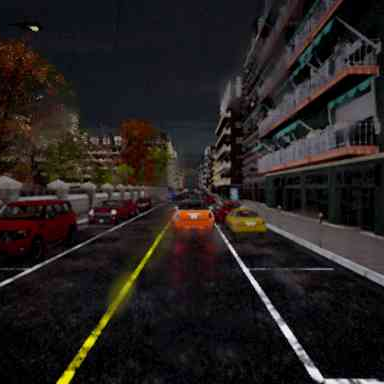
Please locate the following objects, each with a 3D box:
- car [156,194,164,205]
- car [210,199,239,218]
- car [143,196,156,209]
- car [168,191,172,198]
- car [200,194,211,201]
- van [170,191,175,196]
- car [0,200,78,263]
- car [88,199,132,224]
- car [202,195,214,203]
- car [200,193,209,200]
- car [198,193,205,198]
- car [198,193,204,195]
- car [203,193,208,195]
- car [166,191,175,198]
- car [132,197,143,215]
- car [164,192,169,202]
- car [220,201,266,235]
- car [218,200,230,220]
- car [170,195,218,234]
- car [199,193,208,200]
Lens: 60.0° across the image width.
[{"bbox_3d":[-5.700,1.225,50.574,1.802,1.307,4.206,0,0,0],"label":"car"},{"bbox_3d":[2.683,1.347,28.435,2.008,1.369,4.403,0,0,0],"label":"car"},{"bbox_3d":[-5.699,1.301,39.503,1.802,1.307,4.206,0,0,0],"label":"car"},{"bbox_3d":[-5.703,1.085,67.179,2.008,1.369,4.403,0,0,0],"label":"car"},{"bbox_3d":[2.677,1.100,67.181,1.947,1.339,4.313,0,0,0],"label":"car"},{"bbox_3d":[-5.706,0.768,83.782,1.690,1.788,3.998,0,0,0],"label":"van"},{"bbox_3d":[-5.696,1.227,11.826,2.192,1.841,5.009,0,0,0],"label":"car"},{"bbox_3d":[-5.697,1.274,22.897,1.967,1.590,4.097,0,0,0],"label":"car"},{"bbox_3d":[2.679,1.151,56.110,1.887,1.381,4.507,0,0,0],"label":"car"},{"bbox_3d":[2.676,0.938,72.715,1.967,1.590,4.097,0,0,0],"label":"car"},{"bbox_3d":[2.674,0.923,94.856,1.947,1.339,4.313,0,0,0],"label":"car"},{"bbox_3d":[0.044,1.191,42.365,2.128,1.511,4.902,0,0,0],"label":"car"},{"bbox_3d":[2.680,1.188,50.575,1.887,1.381,4.507,0,0,0],"label":"car"},{"bbox_3d":[-5.707,0.707,89.317,2.192,1.841,5.009,0,0,0],"label":"car"},{"bbox_3d":[-5.698,1.340,28.433,1.887,1.381,4.507,0,0,0],"label":"car"},{"bbox_3d":[-5.702,1.096,61.473,1.752,1.417,4.829,0,0,0],"label":"car"},{"bbox_3d":[2.684,1.397,17.535,1.752,1.417,4.829,0,0,0],"label":"car"},{"bbox_3d":[2.683,1.379,22.900,1.887,1.381,4.507,0,0,0],"label":"car"},{"bbox_3d":[0.094,1.218,18.418,2.097,1.767,4.553,0,0,0],"label":"car"},{"bbox_3d":[2.676,1.029,78.251,1.947,1.339,4.313,0,0,0],"label":"car"}]
